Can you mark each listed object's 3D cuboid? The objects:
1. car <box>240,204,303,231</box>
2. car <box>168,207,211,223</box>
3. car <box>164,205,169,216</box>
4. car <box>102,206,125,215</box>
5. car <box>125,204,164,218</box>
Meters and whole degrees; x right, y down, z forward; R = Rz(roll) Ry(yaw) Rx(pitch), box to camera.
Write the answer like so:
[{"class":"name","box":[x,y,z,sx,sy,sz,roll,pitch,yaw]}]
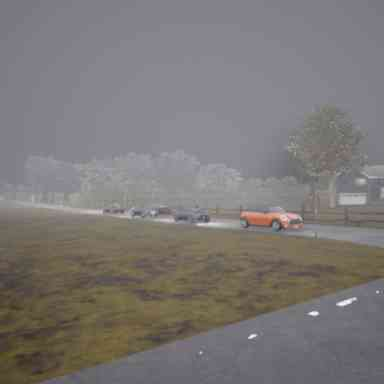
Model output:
[{"class":"car","box":[5.526,1.723,23.489,2.097,1.767,4.553,-1,-1,-34]},{"class":"car","box":[-0.068,2.174,31.638,1.994,1.385,4.181,-1,-1,-35]},{"class":"car","box":[-4.543,2.319,43.349,1.882,1.535,5.008,-1,-1,-34]},{"class":"car","box":[-11.290,2.621,48.048,1.895,1.301,4.718,-1,-1,-34]},{"class":"car","box":[-5.810,2.322,40.009,2.128,1.511,4.902,-1,-1,-34]}]
